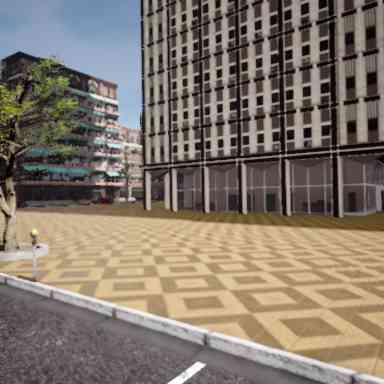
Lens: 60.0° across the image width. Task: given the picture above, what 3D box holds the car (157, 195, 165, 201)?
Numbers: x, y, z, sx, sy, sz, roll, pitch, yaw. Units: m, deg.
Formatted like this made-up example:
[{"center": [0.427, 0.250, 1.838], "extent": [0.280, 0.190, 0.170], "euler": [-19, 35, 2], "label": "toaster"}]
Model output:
[{"center": [-7.055, 1.382, 75.741], "extent": [1.887, 1.381, 4.507], "euler": [-1, 0, 36], "label": "car"}]

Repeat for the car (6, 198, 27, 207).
[{"center": [-26.503, 1.519, 48.876], "extent": [1.967, 1.590, 4.097], "euler": [-1, 0, 36], "label": "car"}]

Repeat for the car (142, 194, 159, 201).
[{"center": [-10.601, 1.418, 85.133], "extent": [1.967, 1.590, 4.097], "euler": [-1, 0, 36], "label": "car"}]

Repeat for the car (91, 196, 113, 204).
[{"center": [-16.780, 1.396, 62.308], "extent": [1.967, 1.590, 4.097], "euler": [-1, 0, 36], "label": "car"}]

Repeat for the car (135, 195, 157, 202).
[{"center": [-10.296, 1.427, 71.263], "extent": [2.008, 1.369, 4.403], "euler": [-1, 0, 36], "label": "car"}]
